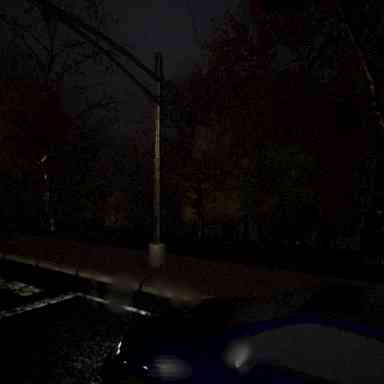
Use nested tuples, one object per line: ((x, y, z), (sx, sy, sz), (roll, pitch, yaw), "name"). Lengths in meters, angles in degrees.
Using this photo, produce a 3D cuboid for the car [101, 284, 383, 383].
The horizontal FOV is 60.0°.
((1.146, 1.564, 2.865), (4.181, 1.385, 1.994), (0, 0, 35), "car")
